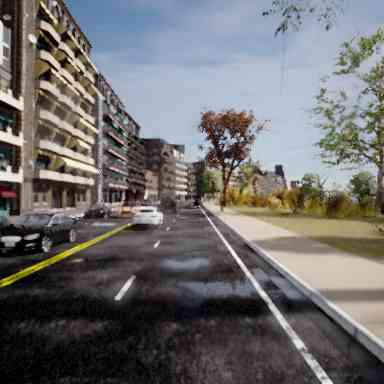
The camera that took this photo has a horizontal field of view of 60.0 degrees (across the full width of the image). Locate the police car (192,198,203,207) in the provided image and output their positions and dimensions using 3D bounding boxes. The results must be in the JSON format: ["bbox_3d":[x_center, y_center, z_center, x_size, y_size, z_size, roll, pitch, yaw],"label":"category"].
[{"bbox_3d":[0.980,2.270,70.829,1.930,1.638,5.238,0,-1,0],"label":"police car"}]

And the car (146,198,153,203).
[{"bbox_3d":[-9.745,2.179,71.881,2.097,1.767,4.553,0,-1,0],"label":"car"}]

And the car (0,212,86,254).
[{"bbox_3d":[-6.596,1.662,14.515,2.128,1.511,4.902,0,-1,0],"label":"car"}]

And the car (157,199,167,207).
[{"bbox_3d":[-6.494,2.348,71.849,1.812,1.442,4.674,0,-1,0],"label":"car"}]

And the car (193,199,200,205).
[{"bbox_3d":[1.098,2.565,86.578,1.812,1.442,4.674,0,-1,1],"label":"car"}]

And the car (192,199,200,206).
[{"bbox_3d":[1.000,2.492,80.662,1.812,1.442,4.674,0,-1,1],"label":"car"}]

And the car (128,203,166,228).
[{"bbox_3d":[-3.162,1.814,24.471,1.812,1.442,4.674,0,-1,0],"label":"car"}]

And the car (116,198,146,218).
[{"bbox_3d":[-6.497,1.784,34.998,2.097,1.767,4.553,0,-1,0],"label":"car"}]

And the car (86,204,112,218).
[{"bbox_3d":[-9.747,1.992,34.961,1.994,1.385,4.181,0,-1,0],"label":"car"}]

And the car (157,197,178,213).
[{"bbox_3d":[-3.153,1.757,45.248,2.150,2.045,5.566,0,-1,0],"label":"car"}]
